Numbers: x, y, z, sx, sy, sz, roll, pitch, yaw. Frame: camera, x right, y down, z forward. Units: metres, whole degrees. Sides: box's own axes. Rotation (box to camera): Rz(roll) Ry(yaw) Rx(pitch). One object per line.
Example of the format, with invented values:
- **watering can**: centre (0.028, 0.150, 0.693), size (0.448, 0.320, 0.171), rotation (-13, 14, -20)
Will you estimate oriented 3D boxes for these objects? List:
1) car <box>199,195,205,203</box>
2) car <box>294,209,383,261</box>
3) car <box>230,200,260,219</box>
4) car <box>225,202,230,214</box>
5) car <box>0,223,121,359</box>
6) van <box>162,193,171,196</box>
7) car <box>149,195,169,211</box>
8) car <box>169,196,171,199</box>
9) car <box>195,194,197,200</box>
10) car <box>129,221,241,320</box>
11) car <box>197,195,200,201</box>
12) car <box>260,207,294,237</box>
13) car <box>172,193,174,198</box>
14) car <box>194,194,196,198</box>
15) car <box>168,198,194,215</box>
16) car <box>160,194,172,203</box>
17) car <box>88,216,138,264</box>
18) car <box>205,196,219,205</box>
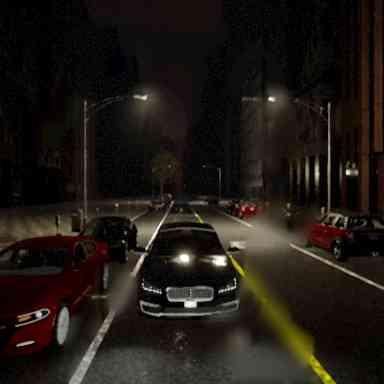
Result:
- **car**: centre (3.231, 1.578, 68.965), size (2.008, 1.369, 4.403), rotation (0, 0, -2)
- **car**: centre (5.546, 1.444, 12.235), size (1.967, 1.590, 4.097), rotation (0, 0, -2)
- **car**: centre (4.852, 1.450, 29.254), size (1.967, 1.590, 4.097), rotation (0, 0, -2)
- **car**: centre (4.620, 1.578, 34.927), size (1.947, 1.339, 4.313), rotation (0, 0, -2)
- **car**: centre (-2.740, 1.544, 6.210), size (1.887, 1.381, 4.507), rotation (0, 0, -2)
- **van**: centre (-4.592, 1.357, 51.592), size (1.690, 1.788, 3.998), rotation (0, 0, -2)
- **car**: centre (-4.129, 1.451, 40.246), size (1.967, 1.590, 4.097), rotation (0, 0, -2)
- **car**: centre (-4.361, 1.564, 45.919), size (2.008, 1.369, 4.403), rotation (0, 0, -2)
- **car**: centre (2.529, 1.563, 86.153), size (1.752, 1.417, 4.829), rotation (0, 0, -2)
- **car**: centre (-0.133, 1.506, 7.630), size (1.837, 1.490, 4.892), rotation (0, 0, -3)
- **car**: centre (2.767, 1.616, 80.310), size (1.802, 1.307, 4.206), rotation (0, 0, -2)
- **car**: centre (5.315, 1.572, 17.909), size (1.947, 1.339, 4.313), rotation (0, 0, -2)
- **car**: centre (-5.056, 1.336, 62.938), size (2.192, 1.841, 5.009), rotation (0, 0, -2)
- **car**: centre (2.304, 1.624, 91.656), size (1.802, 1.307, 4.206), rotation (0, 0, -2)
- **car**: centre (-1.114, 1.573, 34.141), size (1.994, 1.385, 4.181), rotation (0, 0, -2)
- **car**: centre (-5.287, 1.339, 68.610), size (2.192, 1.841, 5.009), rotation (0, 0, -2)
- **car**: centre (-2.971, 1.567, 11.883), size (1.947, 1.339, 4.313), rotation (0, 0, -2)
- **car**: centre (3.694, 1.604, 57.619), size (1.802, 1.307, 4.206), rotation (0, 0, -2)
